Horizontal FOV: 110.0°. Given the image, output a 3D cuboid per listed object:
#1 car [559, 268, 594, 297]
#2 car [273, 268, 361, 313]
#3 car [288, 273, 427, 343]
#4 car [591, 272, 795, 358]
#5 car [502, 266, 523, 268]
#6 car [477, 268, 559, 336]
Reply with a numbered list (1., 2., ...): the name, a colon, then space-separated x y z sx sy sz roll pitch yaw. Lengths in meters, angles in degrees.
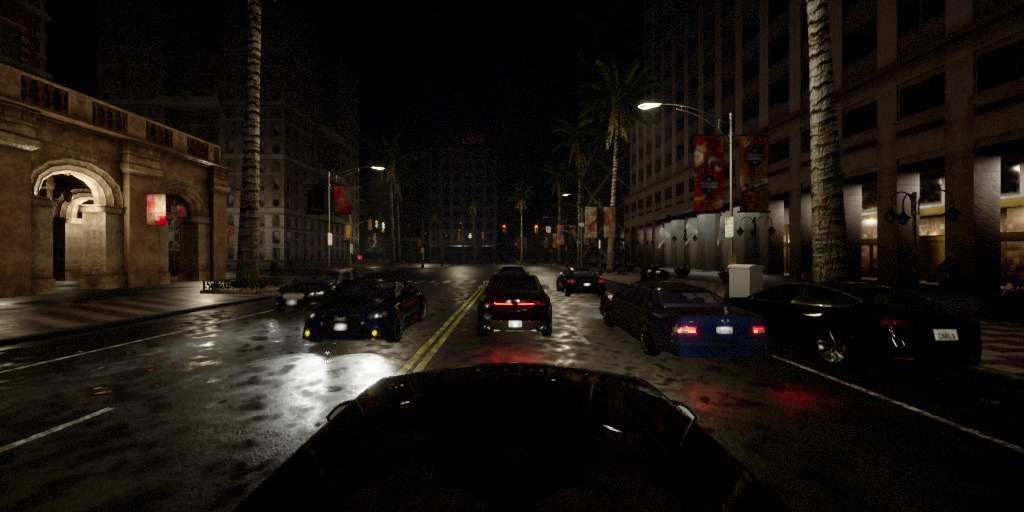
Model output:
1. car: 3.517 1.314 18.902 1.994 1.385 4.181 0 0 -1
2. car: -7.125 1.243 14.060 2.128 1.511 4.902 0 0 0
3. car: -3.620 1.314 9.558 1.994 1.385 4.181 0 0 0
4. car: 3.567 1.297 8.550 2.033 1.411 5.357 0 0 0
5. car: 0.013 1.275 19.306 1.812 1.442 4.674 0 0 -2
6. car: 0.052 1.254 10.359 1.837 1.490 4.892 0 0 0
